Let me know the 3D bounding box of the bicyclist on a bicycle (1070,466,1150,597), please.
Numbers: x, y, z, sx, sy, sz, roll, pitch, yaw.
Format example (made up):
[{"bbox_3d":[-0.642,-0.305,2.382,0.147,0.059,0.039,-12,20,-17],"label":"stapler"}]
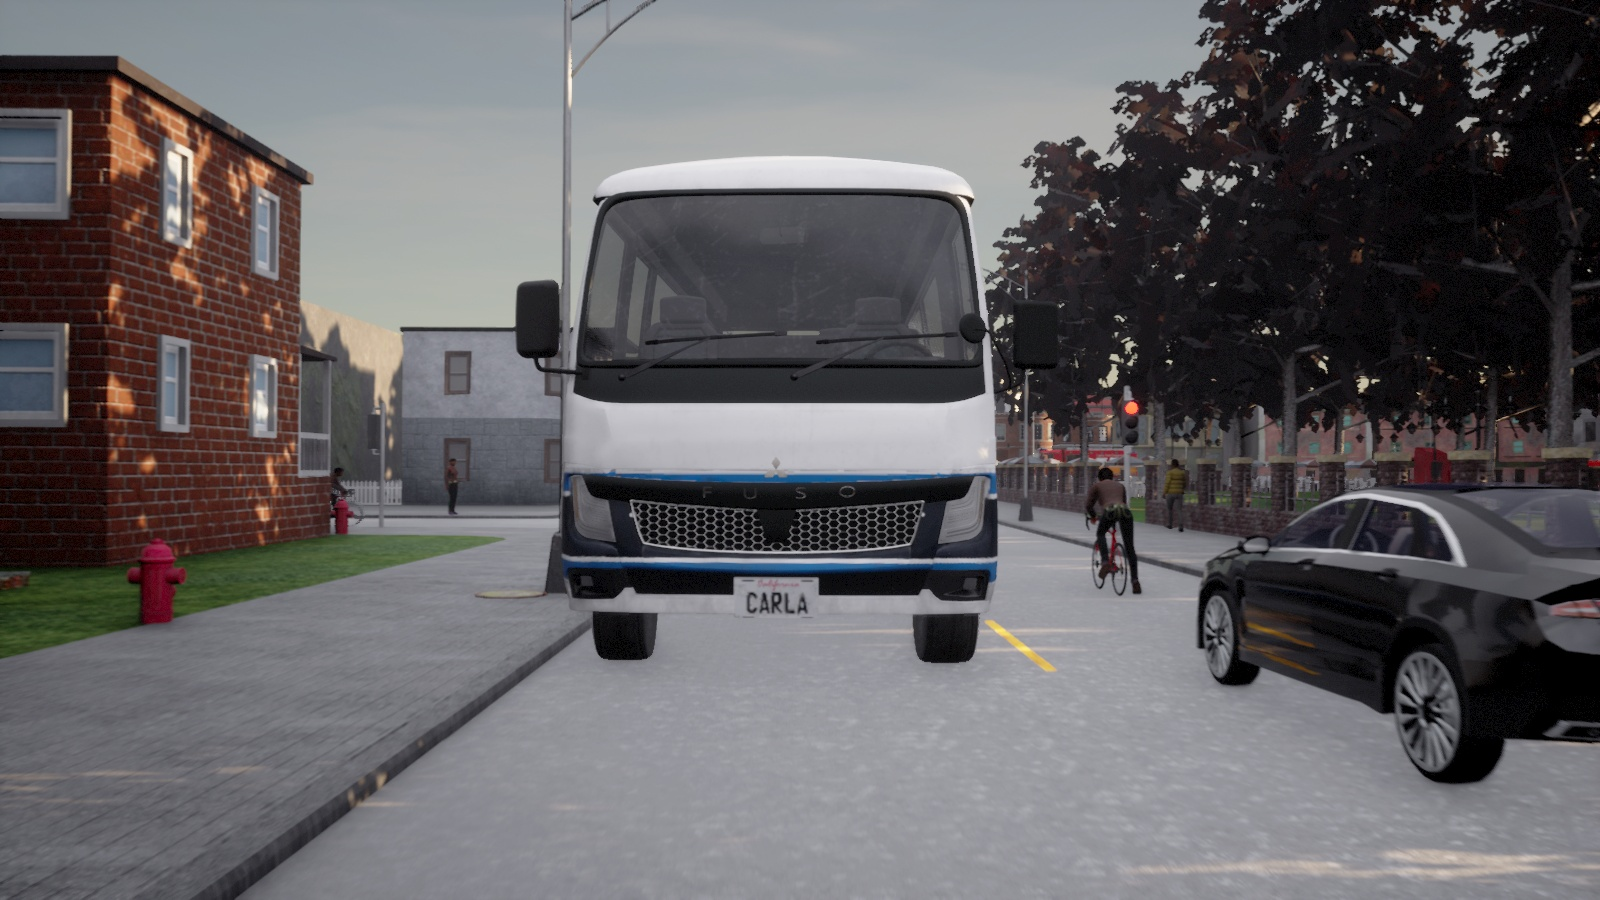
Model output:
[{"bbox_3d":[4.028,1.024,16.420,0.582,1.620,1.656,0,-1,-1],"label":"bicyclist on a bicycle"}]

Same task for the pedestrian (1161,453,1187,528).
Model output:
[{"bbox_3d":[9.271,1.005,31.146,0.431,1.840,0.709,0,-1,0],"label":"pedestrian"}]

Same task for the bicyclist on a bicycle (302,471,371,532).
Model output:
[{"bbox_3d":[-12.558,1.384,34.043,1.656,1.620,0.582,0,-1,0],"label":"bicyclist on a bicycle"}]

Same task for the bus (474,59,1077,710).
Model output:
[{"bbox_3d":[-0.030,-0.339,13.392,3.944,4.253,10.273,0,-1,2],"label":"bus"}]

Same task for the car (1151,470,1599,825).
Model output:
[{"bbox_3d":[4.028,0.885,7.867,2.128,1.511,4.902,0,-1,-2],"label":"car"}]

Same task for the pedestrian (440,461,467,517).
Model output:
[{"bbox_3d":[-11.253,1.248,40.831,0.869,1.805,0.328,-1,-1,30],"label":"pedestrian"}]
